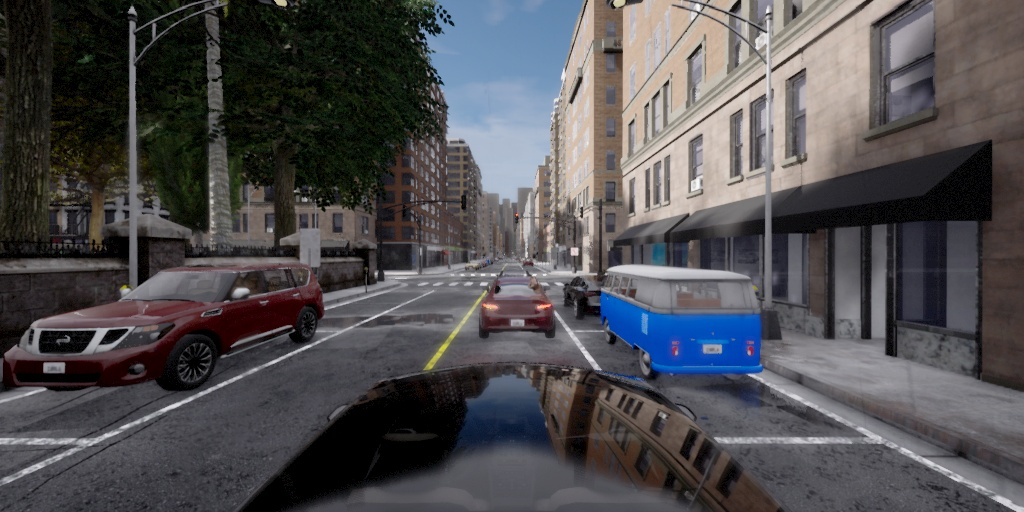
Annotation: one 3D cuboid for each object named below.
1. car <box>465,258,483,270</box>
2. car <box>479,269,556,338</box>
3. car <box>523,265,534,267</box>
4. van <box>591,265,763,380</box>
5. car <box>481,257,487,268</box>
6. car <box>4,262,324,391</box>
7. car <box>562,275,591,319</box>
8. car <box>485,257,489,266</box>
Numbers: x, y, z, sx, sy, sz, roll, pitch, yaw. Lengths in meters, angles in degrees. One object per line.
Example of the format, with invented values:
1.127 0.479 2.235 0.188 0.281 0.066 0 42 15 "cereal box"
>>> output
-5.552 1.238 50.467 1.751 1.417 4.829 0 0 0 "car"
0.125 1.272 10.009 1.812 1.442 4.674 0 0 0 "car"
0.116 1.342 18.831 1.895 1.301 4.718 0 0 -1 "car"
2.869 1.089 6.968 1.690 1.789 3.998 0 0 0 "van"
-5.538 1.261 56.087 2.007 1.370 4.403 0 0 0 "car"
-5.656 1.063 6.948 2.192 1.841 5.009 0 0 0 "car"
2.883 1.311 12.628 1.948 1.339 4.313 0 0 0 "car"
-5.525 1.253 61.538 1.888 1.381 4.507 0 0 0 "car"
